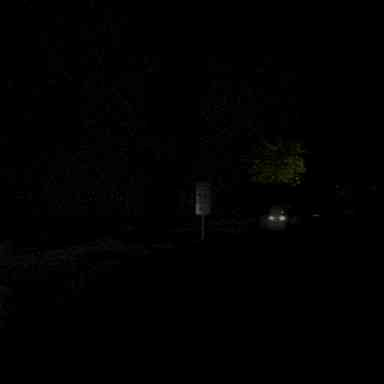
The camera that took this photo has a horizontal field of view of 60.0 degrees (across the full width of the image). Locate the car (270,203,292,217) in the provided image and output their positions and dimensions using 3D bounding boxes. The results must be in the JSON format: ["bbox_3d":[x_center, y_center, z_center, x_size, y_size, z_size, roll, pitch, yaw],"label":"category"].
[{"bbox_3d":[13.956,2.762,51.979,2.150,2.045,5.566,0,-3,31],"label":"car"}]

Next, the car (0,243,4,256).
[{"bbox_3d":[-8.028,1.799,9.341,1.895,1.301,4.718,-1,-1,31],"label":"car"}]
